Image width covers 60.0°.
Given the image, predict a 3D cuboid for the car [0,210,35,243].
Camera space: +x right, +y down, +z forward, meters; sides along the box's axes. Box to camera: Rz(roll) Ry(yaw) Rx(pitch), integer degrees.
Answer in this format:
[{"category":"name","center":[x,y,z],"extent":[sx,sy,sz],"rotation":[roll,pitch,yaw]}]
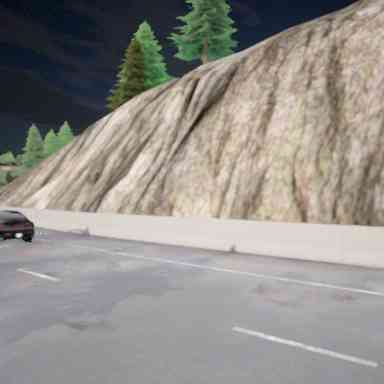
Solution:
[{"category":"car","center":[-9.225,1.602,15.720],"extent":[4.892,1.490,1.837],"rotation":[0,0,40]}]
